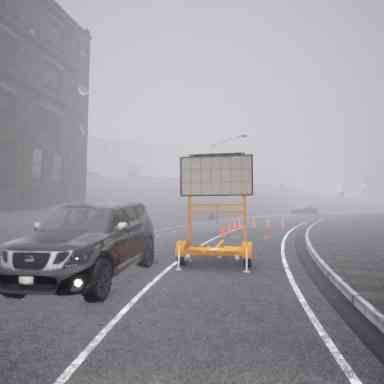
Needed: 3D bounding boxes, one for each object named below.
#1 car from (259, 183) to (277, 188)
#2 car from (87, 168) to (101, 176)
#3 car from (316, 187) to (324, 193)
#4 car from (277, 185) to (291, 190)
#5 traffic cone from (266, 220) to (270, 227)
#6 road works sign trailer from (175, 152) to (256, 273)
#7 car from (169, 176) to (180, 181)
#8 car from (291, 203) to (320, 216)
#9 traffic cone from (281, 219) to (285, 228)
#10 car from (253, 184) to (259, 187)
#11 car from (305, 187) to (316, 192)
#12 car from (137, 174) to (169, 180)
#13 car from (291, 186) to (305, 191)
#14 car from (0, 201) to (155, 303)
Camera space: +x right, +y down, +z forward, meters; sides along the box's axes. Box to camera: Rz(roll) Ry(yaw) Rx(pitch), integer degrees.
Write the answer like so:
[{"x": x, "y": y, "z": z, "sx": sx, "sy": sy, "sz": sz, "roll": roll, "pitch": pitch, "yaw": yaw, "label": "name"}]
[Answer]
[{"x": 15.605, "y": -1.076, "z": 72.874, "sx": 4.792, "sy": 1.488, "sz": 2.163, "roll": 3, "pitch": -6, "yaw": -38, "label": "car"}, {"x": -16.329, "y": -2.841, "z": 50.923, "sx": 4.553, "sy": 1.767, "sz": 2.185, "roll": 2, "pitch": -5, "yaw": -33, "label": "car"}, {"x": 32.416, "y": -0.167, "z": 87.320, "sx": 5.566, "sy": 2.045, "sz": 2.435, "roll": 5, "pitch": -6, "yaw": -42, "label": "car"}, {"x": 19.902, "y": -0.796, "z": 76.328, "sx": 4.674, "sy": 1.452, "sz": 2.002, "roll": 4, "pitch": -6, "yaw": -39, "label": "car"}, {"x": 5.299, "y": 2.165, "z": 23.152, "sx": 0.340, "sy": 0.580, "sz": 0.340, "roll": -2, "pitch": -1, "yaw": 17, "label": "traffic cone"}, {"x": 0.841, "y": 0.529, "z": 11.035, "sx": 2.380, "sy": 3.560, "sz": 2.880, "roll": -1, "pitch": -1, "yaw": 12, "label": "road works sign trailer"}, {"x": -2.499, "y": -2.115, "z": 59.824, "sx": 4.892, "sy": 1.521, "sz": 2.231, "roll": 3, "pitch": -5, "yaw": -33, "label": "car"}, {"x": 14.135, "y": 2.140, "z": 41.421, "sx": 5.008, "sy": 1.535, "sz": 1.882, "roll": 1, "pitch": -4, "yaw": -45, "label": "car"}, {"x": 6.253, "y": 2.135, "z": 22.862, "sx": 0.340, "sy": 0.580, "sz": 0.340, "roll": -2, "pitch": -1, "yaw": 17, "label": "traffic cone"}, {"x": 11.078, "y": -1.503, "z": 69.387, "sx": 4.553, "sy": 1.767, "sz": 2.185, "roll": 3, "pitch": -6, "yaw": -36, "label": "car"}, {"x": 28.275, "y": -0.378, "z": 83.538, "sx": 4.553, "sy": 1.767, "sz": 2.185, "roll": 4, "pitch": -6, "yaw": -41, "label": "car"}, {"x": -7.133, "y": -2.325, "z": 56.832, "sx": 4.892, "sy": 1.521, "sz": 2.231, "roll": 2, "pitch": -5, "yaw": -33, "label": "car"}, {"x": 24.048, "y": -0.562, "z": 79.814, "sx": 4.892, "sy": 1.521, "sz": 2.231, "roll": 4, "pitch": -6, "yaw": -40, "label": "car"}, {"x": -2.604, "y": 1.299, "z": 8.850, "sx": 2.150, "sy": 2.045, "sz": 5.566, "roll": -1, "pitch": -1, "yaw": 10, "label": "car"}]
